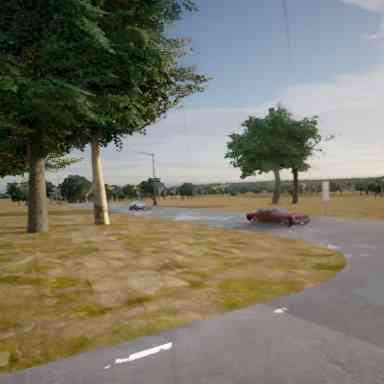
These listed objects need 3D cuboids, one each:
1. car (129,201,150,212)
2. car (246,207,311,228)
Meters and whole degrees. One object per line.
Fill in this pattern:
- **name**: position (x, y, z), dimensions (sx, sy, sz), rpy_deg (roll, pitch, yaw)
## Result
- **car**: position (-7.355, 1.969, 46.236), dimensions (1.812, 1.442, 4.674), rpy_deg (-3, 0, -29)
- **car**: position (6.093, 1.764, 23.826), dimensions (1.895, 1.301, 4.718), rpy_deg (-3, 1, -32)
